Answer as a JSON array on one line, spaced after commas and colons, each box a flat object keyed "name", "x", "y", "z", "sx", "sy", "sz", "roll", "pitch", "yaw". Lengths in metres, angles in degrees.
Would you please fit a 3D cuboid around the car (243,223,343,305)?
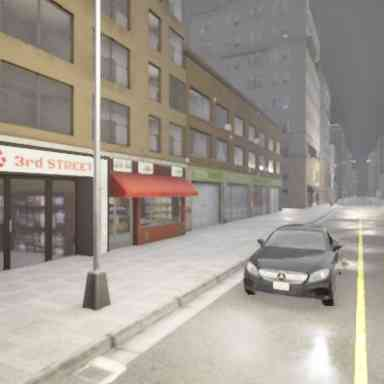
[{"name": "car", "x": 2.784, "y": 1.580, "z": 8.516, "sx": 1.812, "sy": 1.442, "sz": 4.674, "roll": 0, "pitch": 0, "yaw": 27}]
